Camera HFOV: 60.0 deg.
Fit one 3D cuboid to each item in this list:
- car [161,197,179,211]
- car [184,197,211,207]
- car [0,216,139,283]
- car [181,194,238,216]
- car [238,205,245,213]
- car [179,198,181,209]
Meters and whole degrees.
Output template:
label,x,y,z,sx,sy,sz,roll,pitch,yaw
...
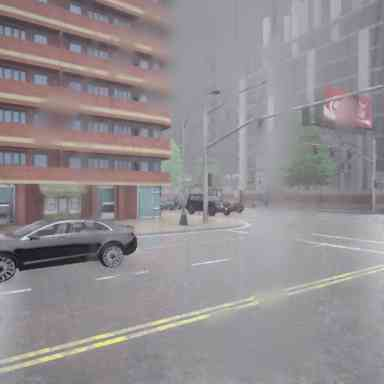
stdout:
label,x,y,z,sx,sy,sz,roll,pitch,yaw
car,-3.954,1.352,40.696,2.097,1.767,4.553,0,0,-35
car,0.837,1.525,52.504,1.812,1.442,4.674,0,0,-35
car,-3.985,1.491,9.735,4.902,1.511,2.128,0,0,-35
car,1.579,1.222,32.791,2.150,2.045,5.566,0,0,-35
car,3.502,1.601,36.150,1.895,1.301,4.718,0,0,-35
car,-1.859,1.491,43.809,2.128,1.511,4.902,0,0,-35
